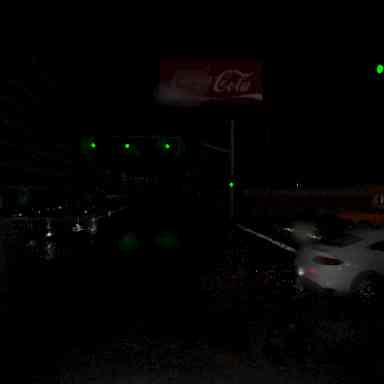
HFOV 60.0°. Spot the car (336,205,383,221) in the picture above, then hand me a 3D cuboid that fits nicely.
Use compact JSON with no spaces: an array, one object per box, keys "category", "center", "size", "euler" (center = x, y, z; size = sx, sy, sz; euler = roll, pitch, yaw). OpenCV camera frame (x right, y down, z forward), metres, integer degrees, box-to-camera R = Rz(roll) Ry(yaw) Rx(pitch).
[{"category":"car","center":[10.651,1.470,18.669],"size":[5.008,1.535,1.882],"euler":[0,0,-5]}]

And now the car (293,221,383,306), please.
[{"category":"car","center":[4.691,1.532,7.518],"size":[4.674,1.442,1.812],"euler":[0,0,-5]}]

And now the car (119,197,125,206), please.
[{"category":"car","center":[-12.322,1.507,55.257],"size":[1.812,1.442,4.674],"euler":[0,0,-5]}]

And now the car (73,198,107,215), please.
[{"category":"car","center":[-10.432,1.589,34.245],"size":[1.895,1.301,4.718],"euler":[0,0,-5]}]

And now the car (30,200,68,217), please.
[{"category":"car","center":[-13.721,1.515,31.730],"size":[1.812,1.442,4.674],"euler":[0,0,-5]}]

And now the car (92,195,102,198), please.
[{"category":"car","center":[-15.864,1.332,55.613],"size":[2.097,1.767,4.553],"euler":[0,0,-5]}]

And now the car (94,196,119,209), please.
[{"category":"car","center":[-11.349,1.586,44.271],"size":[1.895,1.301,4.718],"euler":[0,0,-5]}]

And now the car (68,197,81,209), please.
[{"category":"car","center":[-14.696,1.464,42.431],"size":[1.882,1.535,5.008],"euler":[0,0,-5]}]
